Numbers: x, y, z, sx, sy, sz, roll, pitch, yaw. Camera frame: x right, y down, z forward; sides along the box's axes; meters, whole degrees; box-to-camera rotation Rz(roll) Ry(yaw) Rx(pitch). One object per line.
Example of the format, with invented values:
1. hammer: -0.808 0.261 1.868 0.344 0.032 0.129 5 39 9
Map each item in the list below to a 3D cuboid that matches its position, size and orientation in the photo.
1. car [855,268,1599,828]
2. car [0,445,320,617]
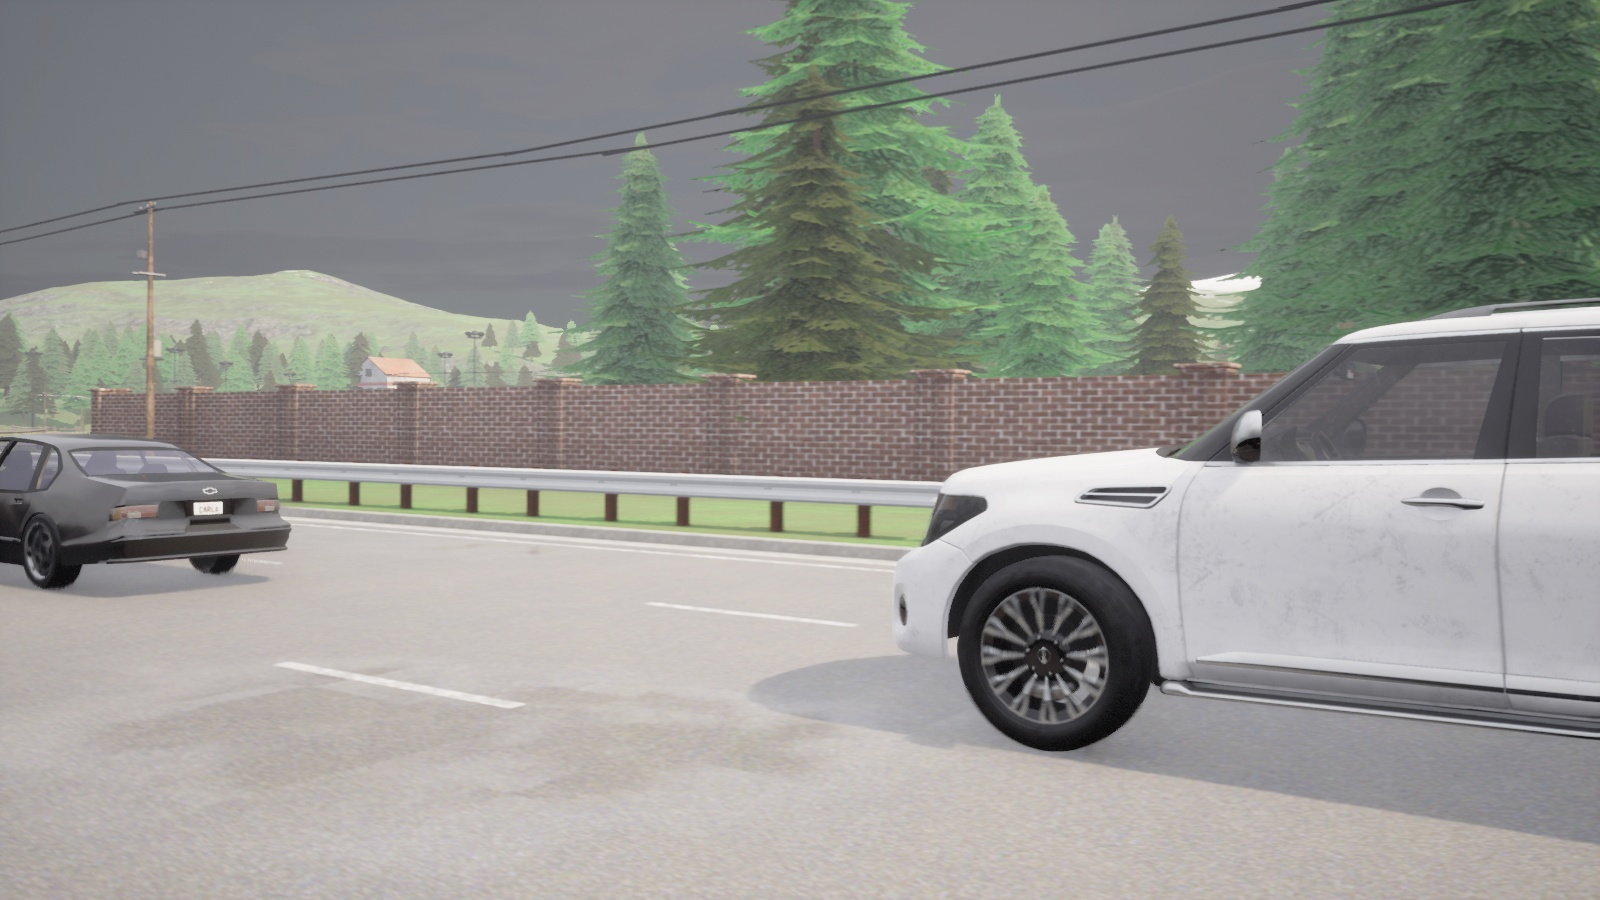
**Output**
1. car: 3.197 0.344 5.696 5.566 2.045 2.150 0 1 34
2. car: -7.445 0.672 12.772 5.357 1.411 2.033 0 1 34
